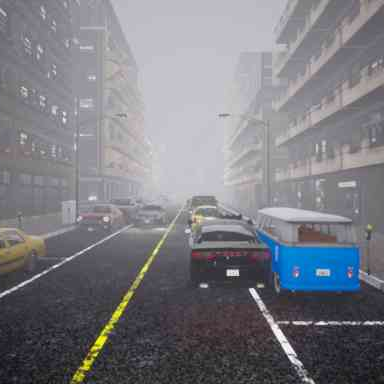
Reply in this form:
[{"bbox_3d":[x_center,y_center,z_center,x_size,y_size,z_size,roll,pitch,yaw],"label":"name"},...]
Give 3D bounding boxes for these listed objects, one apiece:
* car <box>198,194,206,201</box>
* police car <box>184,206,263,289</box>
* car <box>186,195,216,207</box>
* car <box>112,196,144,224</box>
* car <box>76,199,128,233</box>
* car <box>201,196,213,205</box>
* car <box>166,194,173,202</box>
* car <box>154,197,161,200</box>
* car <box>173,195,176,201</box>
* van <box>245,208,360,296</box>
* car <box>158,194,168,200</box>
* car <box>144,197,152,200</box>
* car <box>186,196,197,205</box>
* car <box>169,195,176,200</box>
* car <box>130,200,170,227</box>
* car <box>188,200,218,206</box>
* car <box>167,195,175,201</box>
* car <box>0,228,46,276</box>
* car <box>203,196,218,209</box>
[{"bbox_3d":[2.572,1.442,86.064,1.967,1.590,4.097,1,0,0],"label":"car"},{"bbox_3d":[0.826,1.427,9.286,1.930,1.638,5.238,0,0,0],"label":"police car"},{"bbox_3d":[0.825,1.228,25.208,2.150,2.045,5.566,0,0,0],"label":"car"},{"bbox_3d":[-5.303,1.319,25.003,2.192,1.841,5.009,1,0,0],"label":"car"},{"bbox_3d":[-5.305,1.443,19.454,1.967,1.590,4.097,1,0,0],"label":"car"},{"bbox_3d":[2.573,1.530,58.488,1.752,1.417,4.829,1,0,0],"label":"car"},{"bbox_3d":[-5.305,1.319,63.846,2.192,1.841,5.009,1,0,0],"label":"car"},{"bbox_3d":[-5.308,1.587,41.650,1.802,1.307,4.206,1,0,0],"label":"car"},{"bbox_3d":[-5.309,1.554,74.944,2.008,1.369,4.403,1,0,0],"label":"car"},{"bbox_3d":[2.577,1.342,8.376,1.690,1.788,3.998,1,0,0],"label":"van"},{"bbox_3d":[-5.307,1.530,52.578,1.752,1.417,4.829,1,0,0],"label":"car"},{"bbox_3d":[-5.304,1.319,30.552,2.192,1.841,5.009,1,0,0],"label":"car"},{"bbox_3d":[-0.002,1.482,59.284,1.882,1.535,5.008,0,0,0],"label":"car"},{"bbox_3d":[-5.310,1.584,91.591,1.802,1.307,4.206,1,0,0],"label":"car"},{"bbox_3d":[-2.750,1.529,22.776,1.812,1.442,4.674,0,0,0],"label":"car"},{"bbox_3d":[0.825,1.458,19.367,1.801,1.575,5.366,0,0,0],"label":"car"},{"bbox_3d":[-5.310,1.584,86.042,1.802,1.307,4.206,1,0,0],"label":"car"},{"bbox_3d":[-5.305,1.527,8.186,1.752,1.417,4.829,1,0,0],"label":"car"},{"bbox_3d":[2.574,1.445,47.220,1.967,1.590,4.097,1,0,0],"label":"car"}]
